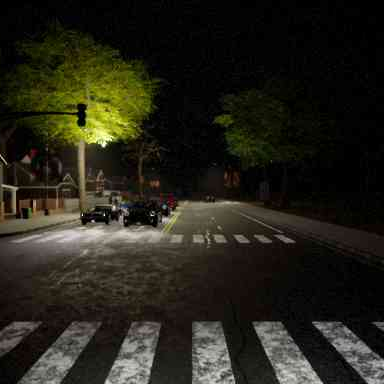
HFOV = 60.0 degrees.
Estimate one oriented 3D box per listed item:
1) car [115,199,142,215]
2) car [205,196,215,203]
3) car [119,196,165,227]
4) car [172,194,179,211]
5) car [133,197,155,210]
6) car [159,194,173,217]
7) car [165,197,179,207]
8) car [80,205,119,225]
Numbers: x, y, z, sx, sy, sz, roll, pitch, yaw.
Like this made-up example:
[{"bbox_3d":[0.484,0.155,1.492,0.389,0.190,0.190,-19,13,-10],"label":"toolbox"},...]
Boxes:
[{"bbox_3d":[-6.422,1.518,34.200,1.812,1.442,4.674,0,0,0],"label":"car"},{"bbox_3d":[3.669,1.505,67.644,1.837,1.490,4.892,0,0,1],"label":"car"},{"bbox_3d":[-3.240,1.345,22.531,2.097,1.767,4.553,0,0,0],"label":"car"},{"bbox_3d":[-3.148,1.215,41.223,2.150,2.045,5.566,0,0,0],"label":"car"},{"bbox_3d":[-6.374,1.486,44.640,2.128,1.511,4.902,0,0,1],"label":"car"},{"bbox_3d":[-3.197,1.344,31.389,2.097,1.767,4.553,0,0,0],"label":"car"},{"bbox_3d":[-3.062,1.500,51.662,1.837,1.490,4.892,0,0,1],"label":"car"},{"bbox_3d":[-6.482,1.594,24.028,1.895,1.301,4.718,0,0,0],"label":"car"}]
